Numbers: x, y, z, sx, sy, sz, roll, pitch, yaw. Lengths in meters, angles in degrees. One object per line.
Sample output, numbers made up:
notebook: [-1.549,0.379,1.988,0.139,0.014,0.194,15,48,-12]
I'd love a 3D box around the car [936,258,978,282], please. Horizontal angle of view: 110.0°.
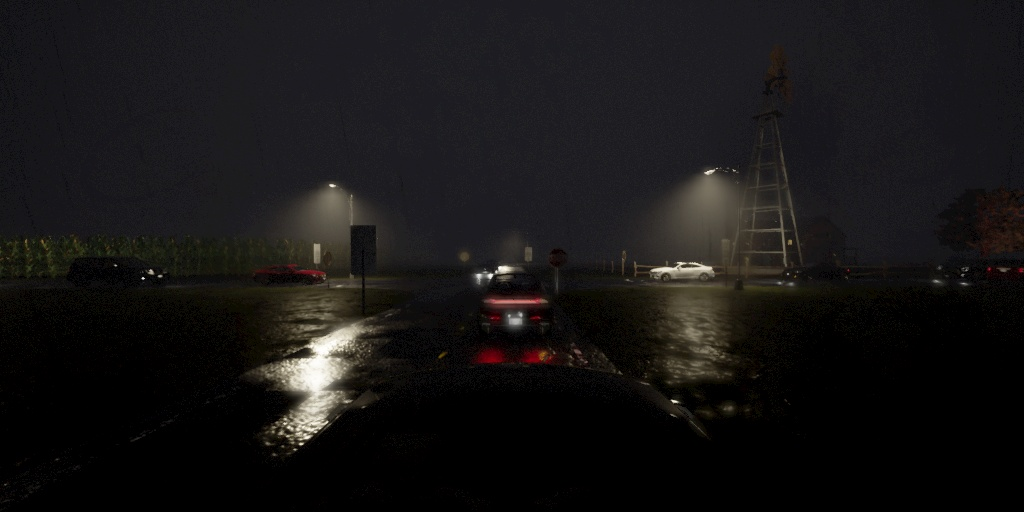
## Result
car: [34.994,0.939,26.884,4.553,1.767,2.097,0,1,2]

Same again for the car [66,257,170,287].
car: [-27.448,1.074,25.084,5.566,2.045,2.150,0,1,-1]

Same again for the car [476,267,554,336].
car: [0.094,1.239,10.367,2.128,1.511,4.902,0,0,0]

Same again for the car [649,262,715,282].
car: [13.015,1.194,27.564,4.674,1.442,1.812,0,1,0]

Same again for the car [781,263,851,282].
car: [23.073,1.197,27.316,4.181,1.385,1.994,0,1,2]

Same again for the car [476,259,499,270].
car: [-2.928,1.287,41.529,1.994,1.385,4.181,0,0,1]

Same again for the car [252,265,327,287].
car: [-15.527,1.333,25.137,4.674,1.442,1.812,0,1,-2]

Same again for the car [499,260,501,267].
car: [-2.934,1.213,51.893,1.837,1.490,4.892,0,0,0]

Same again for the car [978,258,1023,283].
car: [35.045,0.985,23.945,4.553,1.767,2.097,0,1,2]
